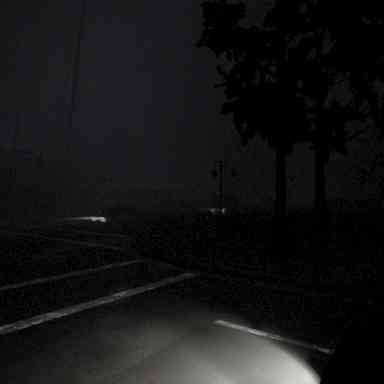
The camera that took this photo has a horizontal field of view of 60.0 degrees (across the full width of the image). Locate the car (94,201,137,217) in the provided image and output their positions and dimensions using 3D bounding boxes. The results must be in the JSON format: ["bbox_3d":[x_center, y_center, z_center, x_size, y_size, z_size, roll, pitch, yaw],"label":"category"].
[{"bbox_3d":[-7.074,1.563,31.109,1.994,1.385,4.181,0,0,34],"label":"car"}]

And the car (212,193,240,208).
[{"bbox_3d":[5.020,1.218,48.792,2.150,2.045,5.566,0,0,34],"label":"car"}]

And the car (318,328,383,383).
[{"bbox_3d":[2.887,1.564,1.913,4.181,1.385,1.994,0,0,36],"label":"car"}]

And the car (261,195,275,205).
[{"bbox_3d":[13.853,1.347,60.774,2.097,1.767,4.553,0,0,7],"label":"car"}]
